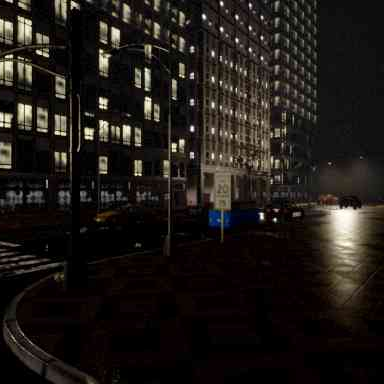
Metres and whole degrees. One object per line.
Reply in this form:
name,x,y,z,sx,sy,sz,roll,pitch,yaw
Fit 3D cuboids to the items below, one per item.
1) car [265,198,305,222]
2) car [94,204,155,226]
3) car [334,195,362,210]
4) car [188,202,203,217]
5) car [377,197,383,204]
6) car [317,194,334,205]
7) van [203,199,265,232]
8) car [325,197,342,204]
car,7.619,1.473,26.859,1.967,1.590,4.097,0,0,38
car,-4.734,1.540,23.944,1.752,1.417,4.829,0,0,38
car,21.195,1.369,44.494,2.192,1.841,5.009,0,0,38
car,1.375,1.604,31.667,1.802,1.307,4.206,0,0,38
car,38.164,1.659,66.536,1.947,1.339,4.313,0,0,38
car,25.133,1.381,62.528,2.192,1.841,5.009,0,0,38
van,2.656,1.368,20.230,1.690,1.788,3.998,0,0,38
car,28.527,1.625,66.935,2.008,1.369,4.403,0,0,38
